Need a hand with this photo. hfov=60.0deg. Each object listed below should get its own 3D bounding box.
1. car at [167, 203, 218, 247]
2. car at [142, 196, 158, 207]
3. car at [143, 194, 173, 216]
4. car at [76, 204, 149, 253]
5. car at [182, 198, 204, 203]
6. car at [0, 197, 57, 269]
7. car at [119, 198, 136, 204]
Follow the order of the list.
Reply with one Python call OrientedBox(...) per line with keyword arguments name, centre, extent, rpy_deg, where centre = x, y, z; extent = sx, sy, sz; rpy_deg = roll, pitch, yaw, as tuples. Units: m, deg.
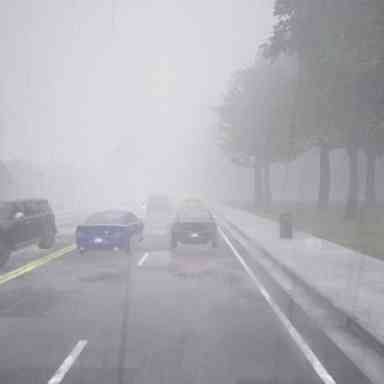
OrientedBox(name="car", centre=(0.097, 1.477, 15.025), extent=(1.882, 1.535, 5.008), rpy_deg=(0, 0, 0))
OrientedBox(name="car", centre=(-6.586, 1.492, 52.644), extent=(1.882, 1.535, 5.008), rpy_deg=(0, 0, 0))
OrientedBox(name="car", centre=(-3.159, 1.228, 33.030), extent=(2.150, 2.045, 5.566), rpy_deg=(0, 0, 0))
OrientedBox(name="car", centre=(-3.154, 1.477, 13.683), extent=(1.882, 1.535, 5.008), rpy_deg=(0, 0, 0))
OrientedBox(name="car", centre=(0.090, 1.359, 33.410), extent=(2.097, 1.767, 4.553), rpy_deg=(0, 0, 0))
OrientedBox(name="car", centre=(-6.603, 1.221, 11.432), extent=(2.150, 2.045, 5.566), rpy_deg=(0, 0, 0))
OrientedBox(name="car", centre=(-9.839, 1.561, 51.308), extent=(2.033, 1.411, 5.357), rpy_deg=(0, 0, 0))
